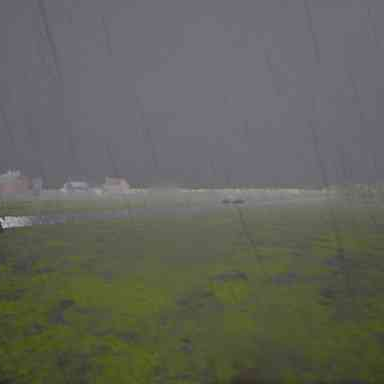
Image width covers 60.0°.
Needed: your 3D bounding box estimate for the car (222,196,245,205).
[{"bbox_3d":[7.008,1.317,55.148,2.033,1.411,5.357,1,1,34],"label":"car"}]
